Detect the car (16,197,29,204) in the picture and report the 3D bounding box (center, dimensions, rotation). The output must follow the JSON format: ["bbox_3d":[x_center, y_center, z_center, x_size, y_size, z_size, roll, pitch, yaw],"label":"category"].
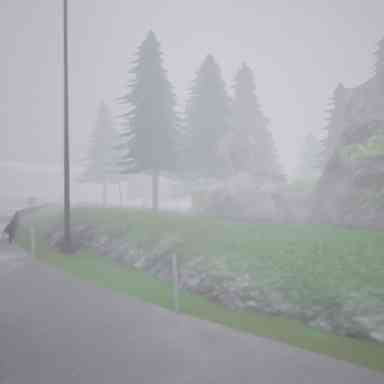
[{"bbox_3d":[-37.263,1.753,73.269,1.812,1.442,4.674,-1,0,-17],"label":"car"}]

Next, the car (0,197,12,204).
[{"bbox_3d":[-40.602,1.759,72.219,1.837,1.490,4.892,-1,0,-17],"label":"car"}]

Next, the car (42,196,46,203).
[{"bbox_3d":[-33.925,1.725,74.319,2.128,1.511,4.902,-1,0,-17],"label":"car"}]

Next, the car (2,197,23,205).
[{"bbox_3d":[-34.261,1.807,63.726,1.994,1.385,4.181,-1,0,-17],"label":"car"}]

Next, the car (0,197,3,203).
[{"bbox_3d":[-37.475,1.781,62.279,1.837,1.490,4.892,-1,0,-17],"label":"car"}]

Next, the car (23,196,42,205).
[{"bbox_3d":[-30.798,1.722,64.379,1.837,1.490,4.892,-1,0,-17],"label":"car"}]
